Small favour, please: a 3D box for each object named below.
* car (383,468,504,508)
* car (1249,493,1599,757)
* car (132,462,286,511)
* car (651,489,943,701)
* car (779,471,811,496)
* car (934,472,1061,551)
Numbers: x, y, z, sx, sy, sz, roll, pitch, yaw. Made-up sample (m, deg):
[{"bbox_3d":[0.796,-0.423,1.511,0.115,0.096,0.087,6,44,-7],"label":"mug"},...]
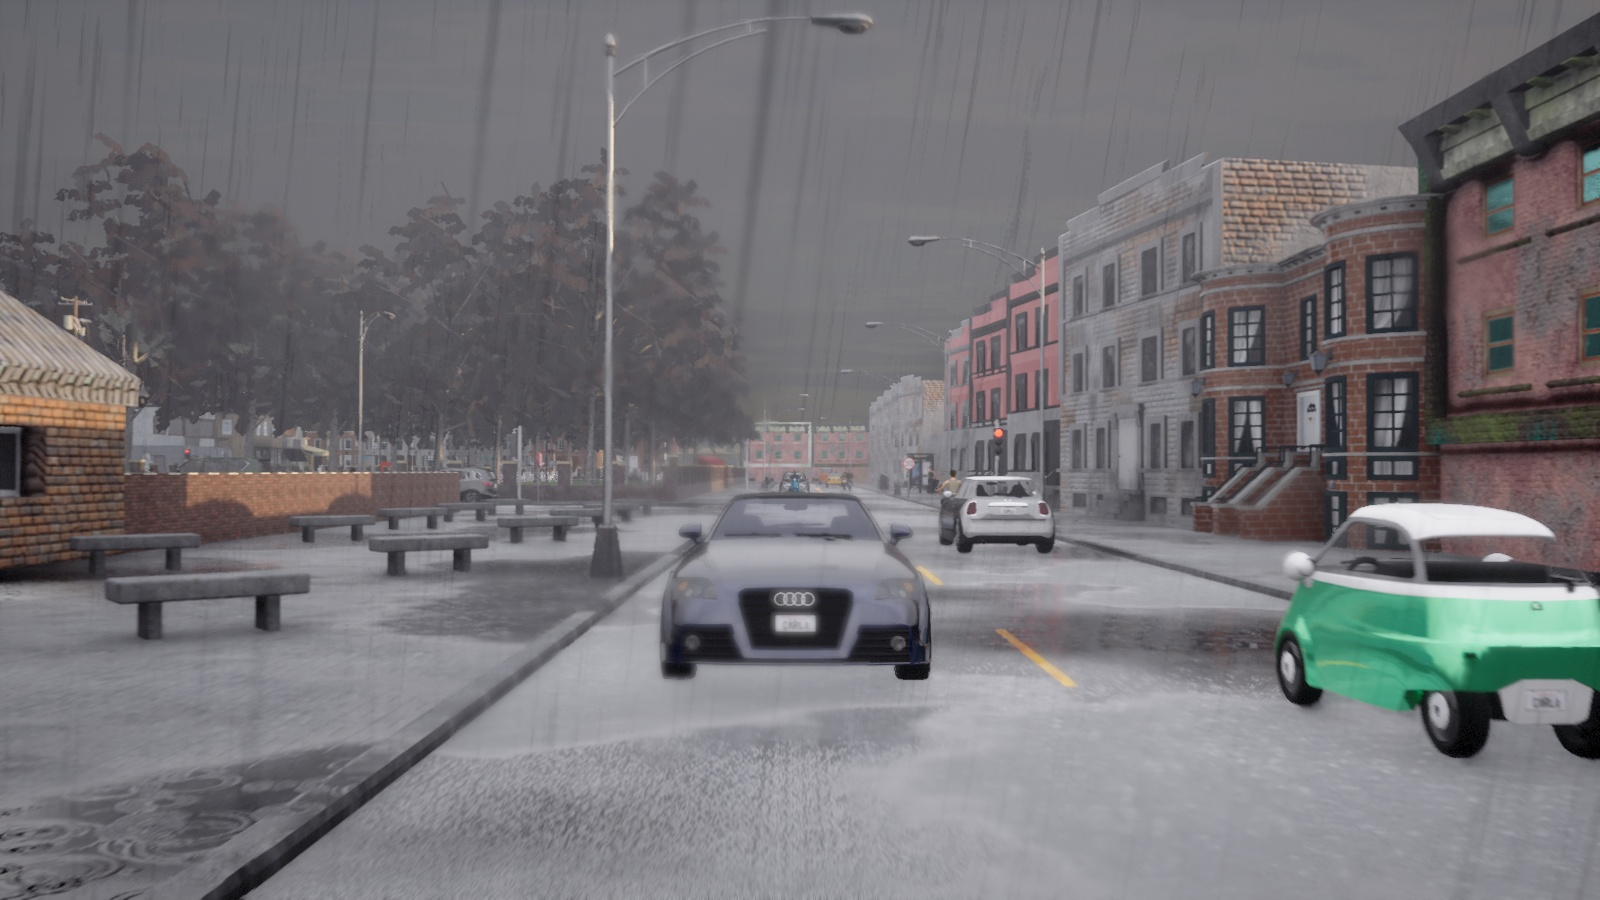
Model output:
[{"bbox_3d":[-15.215,1.621,53.808,4.611,1.667,2.242,0,-1,-2],"label":"car"},{"bbox_3d":[3.981,0.986,7.933,1.481,1.376,2.207,0,-1,0],"label":"car"},{"bbox_3d":[-25.219,1.534,53.739,5.566,2.045,2.150,0,-1,-2],"label":"car"},{"bbox_3d":[-0.026,1.058,10.707,1.994,1.385,4.181,0,-1,0],"label":"car"},{"bbox_3d":[-0.336,2.112,80.594,2.007,1.525,4.514,0,-1,0],"label":"car"},{"bbox_3d":[3.932,1.193,25.594,1.970,1.475,3.806,0,-1,0],"label":"car"}]
